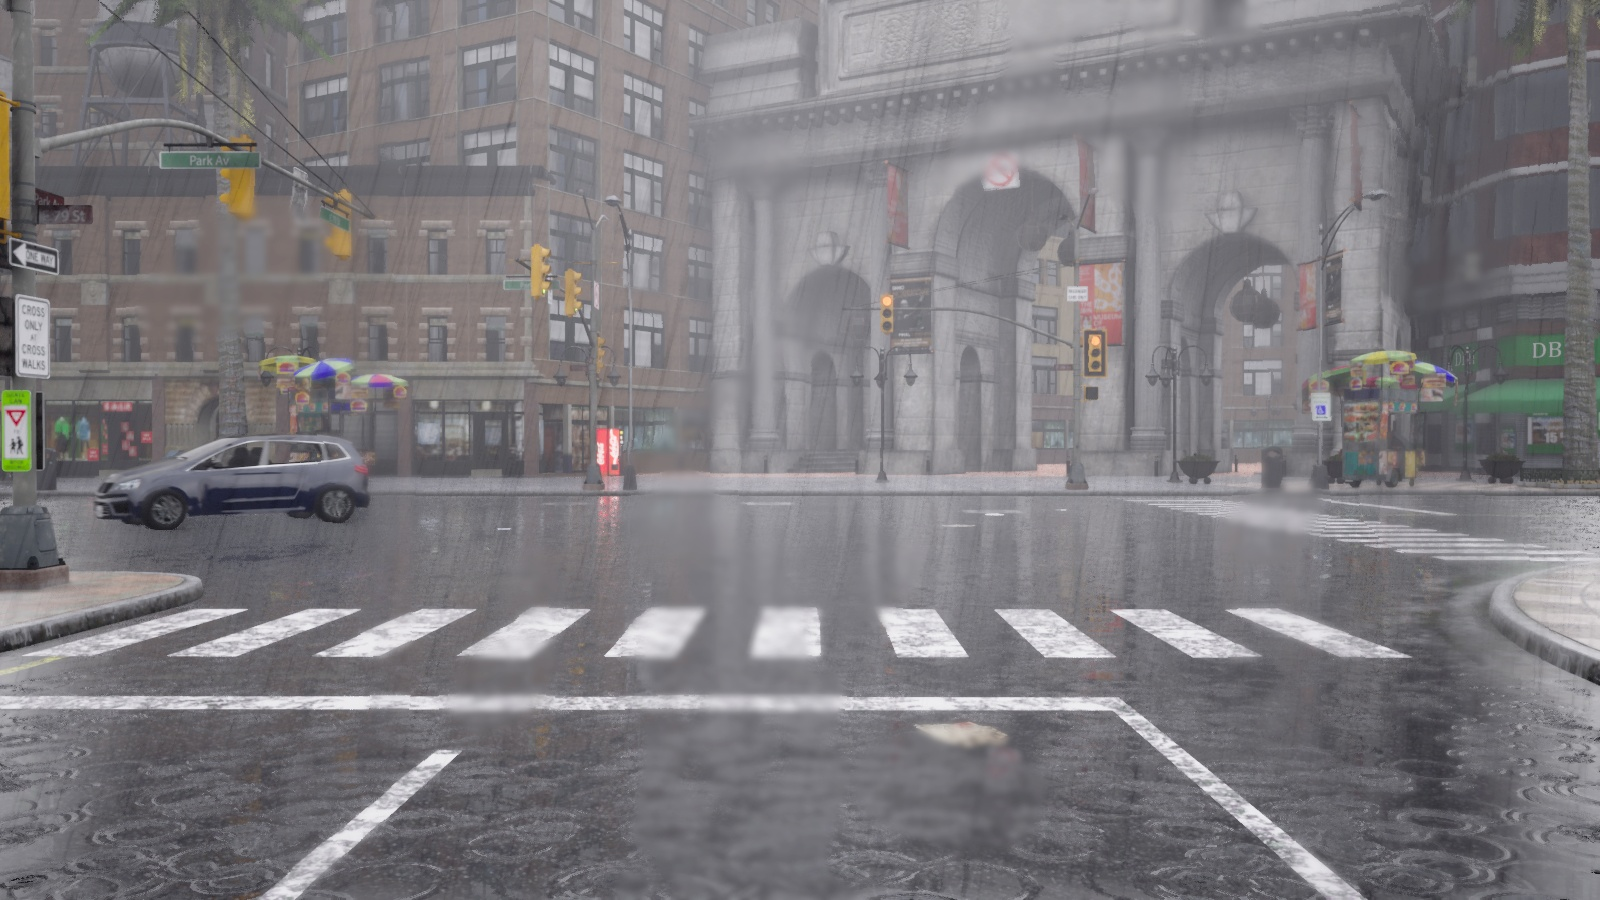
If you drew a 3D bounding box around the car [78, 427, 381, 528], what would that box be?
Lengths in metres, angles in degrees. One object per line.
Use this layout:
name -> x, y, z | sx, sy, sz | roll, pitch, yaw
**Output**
car -> -10.412, 0.452, 23.090 | 4.611, 1.667, 2.242 | 0, 0, -41
